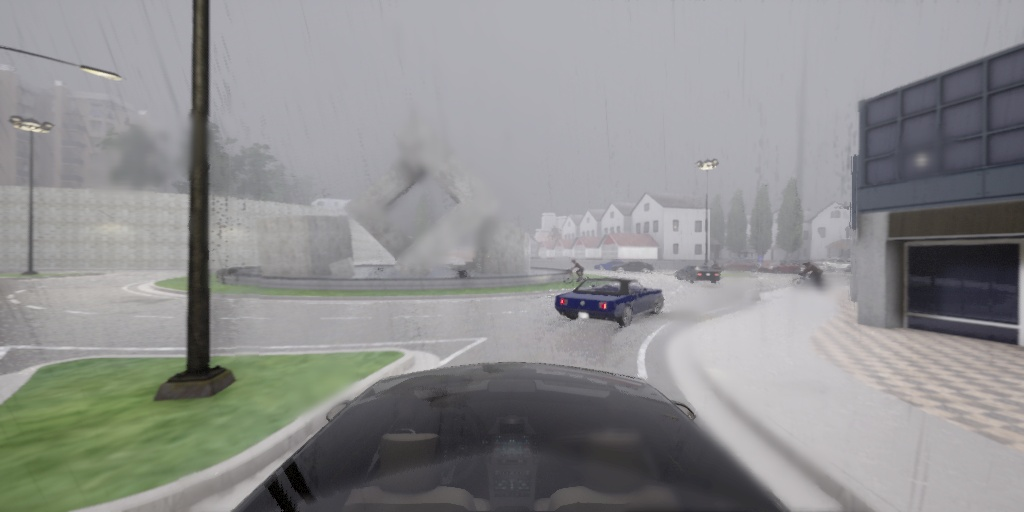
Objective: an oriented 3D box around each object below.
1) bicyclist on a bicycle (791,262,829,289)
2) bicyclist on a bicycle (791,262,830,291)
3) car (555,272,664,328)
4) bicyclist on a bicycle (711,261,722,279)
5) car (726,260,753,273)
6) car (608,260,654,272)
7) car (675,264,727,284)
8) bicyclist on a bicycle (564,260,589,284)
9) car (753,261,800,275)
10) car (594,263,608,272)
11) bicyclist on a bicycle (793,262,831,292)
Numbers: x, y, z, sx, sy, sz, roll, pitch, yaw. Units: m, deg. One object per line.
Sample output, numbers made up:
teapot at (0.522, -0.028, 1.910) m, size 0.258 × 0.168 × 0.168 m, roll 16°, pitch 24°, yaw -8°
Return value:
bicyclist on a bicycle at (18.534, 1.226, 22.373) m, size 1.656 × 1.620 × 0.582 m, roll -2°, pitch -5°, yaw 26°
bicyclist on a bicycle at (17.608, 1.196, 21.177) m, size 0.582 × 1.620 × 1.656 m, roll 0°, pitch 0°, yaw -36°
car at (3.389, 1.369, 11.703) m, size 1.895 × 1.301 × 4.718 m, roll 1°, pitch 0°, yaw 39°
bicyclist on a bicycle at (19.155, 1.276, 33.682) m, size 0.582 × 1.620 × 1.656 m, roll 1°, pitch 9°, yaw -10°
car at (29.270, 1.322, 46.913) m, size 4.553 × 1.767 × 2.097 m, roll 1°, pitch 0°, yaw -9°
car at (14.497, 1.336, 43.336) m, size 4.892 × 1.490 × 1.837 m, roll 1°, pitch 1°, yaw 8°
car at (14.751, 1.401, 28.774) m, size 2.033 × 1.411 × 5.357 m, roll 1°, pitch 0°, yaw 9°
bicyclist on a bicycle at (4.227, 1.063, 23.686) m, size 1.656 × 1.620 × 0.582 m, roll 0°, pitch 0°, yaw 17°
car at (32.632, 1.357, 43.947) m, size 4.553 × 1.767 × 2.097 m, roll 0°, pitch 0°, yaw -12°
car at (13.396, 1.292, 47.075) m, size 5.008 × 1.535 × 1.882 m, roll 1°, pitch 1°, yaw 12°
bicyclist on a bicycle at (16.904, 1.193, 20.196) m, size 0.582 × 1.620 × 1.656 m, roll 0°, pitch 0°, yaw -42°
